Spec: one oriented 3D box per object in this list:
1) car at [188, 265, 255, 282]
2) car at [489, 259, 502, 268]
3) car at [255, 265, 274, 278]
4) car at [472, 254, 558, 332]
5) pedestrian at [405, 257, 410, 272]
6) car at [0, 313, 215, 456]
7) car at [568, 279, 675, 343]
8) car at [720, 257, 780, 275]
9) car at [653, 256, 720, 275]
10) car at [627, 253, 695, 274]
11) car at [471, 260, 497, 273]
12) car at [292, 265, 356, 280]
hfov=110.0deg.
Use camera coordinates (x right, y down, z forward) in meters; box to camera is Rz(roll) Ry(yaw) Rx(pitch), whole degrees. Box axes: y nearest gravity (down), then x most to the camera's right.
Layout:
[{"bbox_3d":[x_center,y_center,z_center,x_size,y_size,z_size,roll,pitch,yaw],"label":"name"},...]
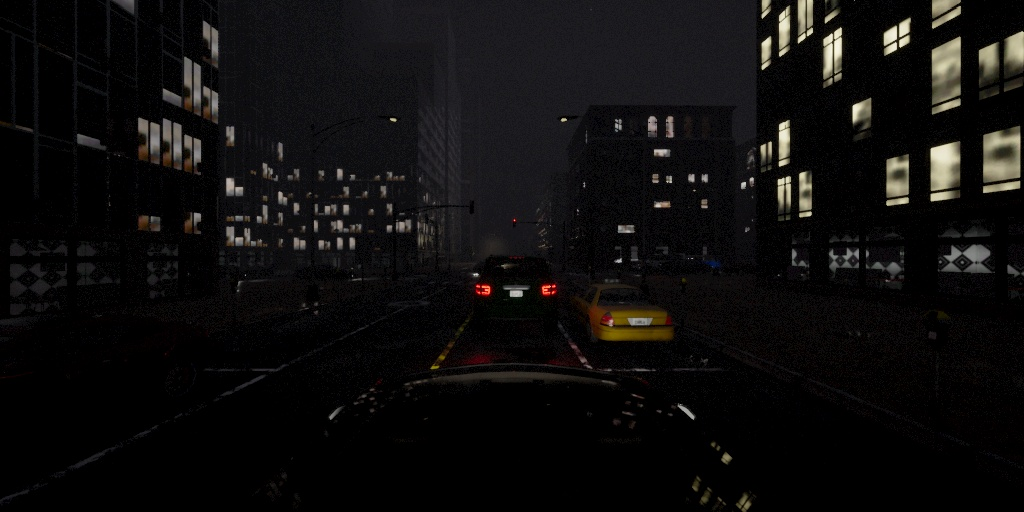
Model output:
[{"bbox_3d":[-27.536,1.602,33.726,4.892,1.490,1.837,-1,0,-1],"label":"car"},{"bbox_3d":[-2.873,1.300,64.670,2.033,1.411,5.357,0,0,0],"label":"car"},{"bbox_3d":[-28.439,1.648,39.096,4.403,1.370,2.007,0,0,-1],"label":"car"},{"bbox_3d":[0.090,0.971,11.028,2.150,2.045,5.566,0,0,0],"label":"car"},{"bbox_3d":[-12.390,1.020,42.297,0.375,1.860,0.375,0,1,-1],"label":"pedestrian"},{"bbox_3d":[-5.317,1.332,3.738,1.802,1.307,4.207,0,0,0],"label":"car"},{"bbox_3d":[2.558,1.275,9.475,1.751,1.417,4.829,0,0,0],"label":"car"},{"bbox_3d":[21.057,1.019,31.878,4.507,1.381,1.888,0,0,-1],"label":"car"},{"bbox_3d":[16.607,1.015,34.303,4.902,1.511,2.128,-1,0,-1],"label":"car"},{"bbox_3d":[15.398,0.755,37.228,5.566,2.045,2.150,-1,0,-1],"label":"car"},{"bbox_3d":[-3.404,1.303,44.192,2.033,1.411,5.357,0,0,8],"label":"car"},{"bbox_3d":[-17.721,1.514,33.861,5.357,1.411,2.033,-1,0,-1],"label":"car"}]
